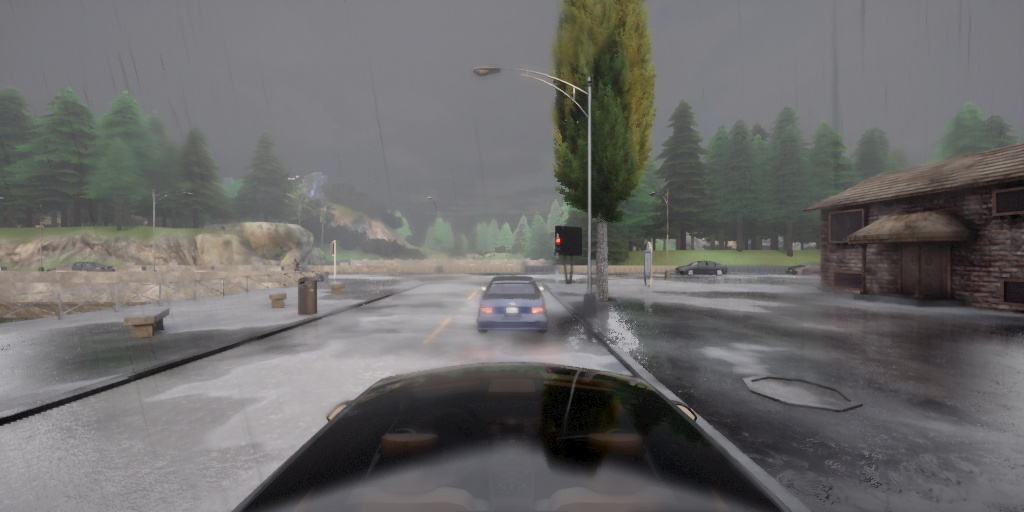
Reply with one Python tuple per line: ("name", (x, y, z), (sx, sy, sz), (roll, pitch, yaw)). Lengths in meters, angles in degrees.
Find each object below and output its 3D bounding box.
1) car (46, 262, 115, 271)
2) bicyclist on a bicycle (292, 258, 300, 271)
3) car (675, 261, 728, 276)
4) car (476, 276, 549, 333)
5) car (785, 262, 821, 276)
("car", (-43.713, 1.297, 36.388), (5.357, 1.411, 2.033), (0, 0, 0))
("bicyclist on a bicycle", (-24.512, 1.099, 40.678), (0.582, 1.620, 1.656), (0, 0, 0))
("car", (19.203, 1.255, 36.463), (4.892, 1.490, 1.837), (0, 0, 0))
("car", (0.027, 1.297, 10.743), (2.033, 1.411, 5.357), (0, 0, 0))
("car", (30.373, 1.314, 36.454), (4.181, 1.385, 1.994), (0, 0, 0))
